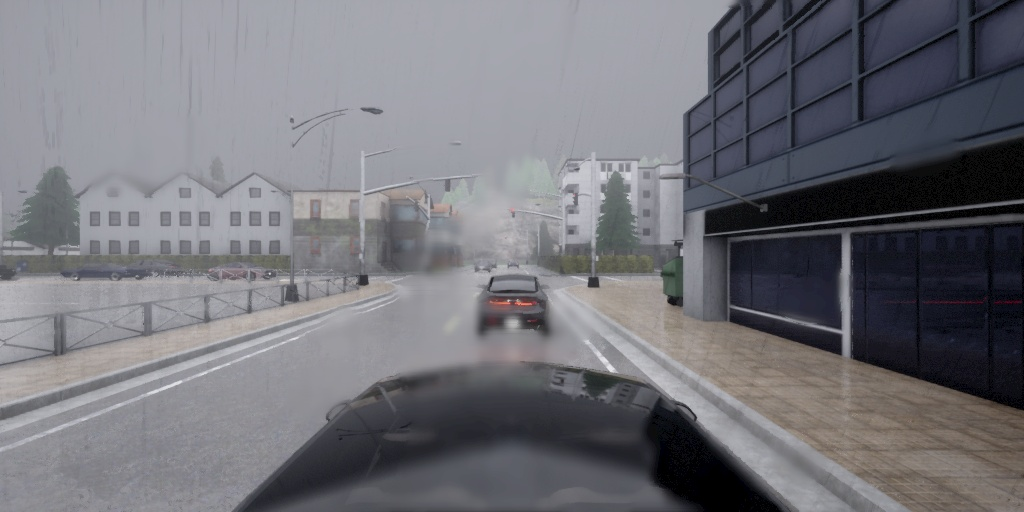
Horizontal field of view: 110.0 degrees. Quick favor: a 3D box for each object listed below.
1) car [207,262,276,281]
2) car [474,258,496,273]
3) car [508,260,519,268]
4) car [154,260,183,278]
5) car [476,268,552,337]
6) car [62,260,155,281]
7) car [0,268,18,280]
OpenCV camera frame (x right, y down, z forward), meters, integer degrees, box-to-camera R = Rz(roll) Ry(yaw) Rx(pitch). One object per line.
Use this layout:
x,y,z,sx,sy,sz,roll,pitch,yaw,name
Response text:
-19.891,1.138,26.500,4.181,1.385,1.994,0,0,0,car
-3.533,1.241,44.185,2.128,1.511,4.902,0,0,0,car
0.181,1.351,60.994,1.895,1.301,4.718,0,0,-1,car
-30.728,1.078,30.244,4.892,1.490,1.837,0,0,0,car
0.067,1.255,10.344,1.837,1.490,4.892,0,0,1,car
-29.911,1.174,26.546,4.718,1.301,1.895,0,0,0,car
-40.133,1.174,26.626,4.718,1.301,1.895,0,0,1,car
